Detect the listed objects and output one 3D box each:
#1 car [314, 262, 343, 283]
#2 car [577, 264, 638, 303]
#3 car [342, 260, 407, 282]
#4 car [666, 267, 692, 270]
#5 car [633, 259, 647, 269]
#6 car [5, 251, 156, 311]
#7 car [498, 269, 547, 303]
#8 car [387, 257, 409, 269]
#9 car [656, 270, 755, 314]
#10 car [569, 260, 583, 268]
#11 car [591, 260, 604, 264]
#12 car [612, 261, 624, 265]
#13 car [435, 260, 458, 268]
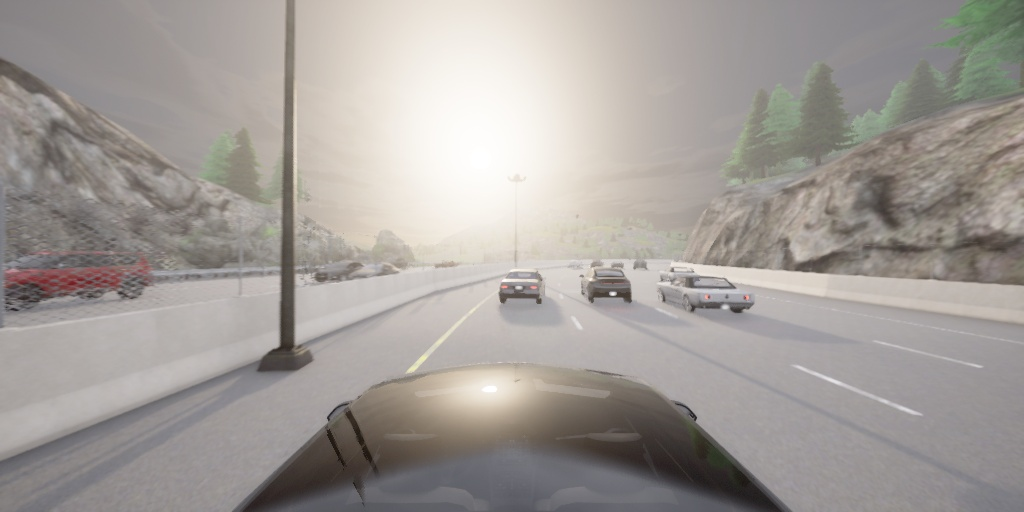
[{"bbox_3d":[-12.408,1.140,26.540,1.837,1.490,4.892,0,0,8],"label":"car"},{"bbox_3d":[4.385,1.296,17.160,1.837,1.490,4.892,0,0,5],"label":"car"},{"bbox_3d":[-9.167,1.190,24.353,1.812,1.442,4.674,0,0,7],"label":"car"},{"bbox_3d":[12.668,1.468,27.368,1.895,1.301,4.718,1,0,9],"label":"car"},{"bbox_3d":[21.742,1.303,60.742,2.097,1.767,4.553,1,0,21],"label":"car"},{"bbox_3d":[-17.183,0.809,13.731,2.150,2.045,5.566,0,0,4],"label":"car"},{"bbox_3d":[0.577,1.303,16.673,2.033,1.411,5.357,0,0,7],"label":"car"},{"bbox_3d":[-15.632,0.957,47.451,2.097,1.767,4.553,1,0,14],"label":"car"},{"bbox_3d":[7.349,1.419,14.257,1.895,1.301,4.718,0,0,5],"label":"car"},{"bbox_3d":[11.271,1.380,63.116,1.812,1.442,4.674,0,0,21],"label":"car"},{"bbox_3d":[14.874,1.392,62.464,1.837,1.490,4.892,0,0,21],"label":"car"},{"bbox_3d":[18.277,1.520,61.805,1.895,1.301,4.718,1,0,21],"label":"car"},{"bbox_3d":[-10.021,1.258,55.069,1.895,1.301,4.718,1,0,16],"label":"car"}]
